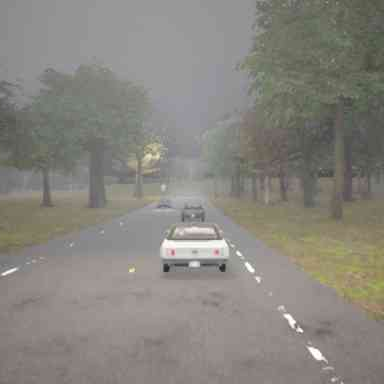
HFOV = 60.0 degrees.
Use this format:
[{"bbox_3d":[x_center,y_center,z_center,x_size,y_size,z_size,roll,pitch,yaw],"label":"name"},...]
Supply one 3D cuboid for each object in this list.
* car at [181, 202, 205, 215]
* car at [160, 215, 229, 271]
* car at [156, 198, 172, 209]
[{"bbox_3d":[0.083,1.594,27.689,2.128,1.511,4.902,0,0,0],"label":"car"},{"bbox_3d":[0.080,1.655,11.108,1.895,1.301,4.718,0,0,0],"label":"car"},{"bbox_3d":[-3.592,1.488,43.954,2.033,1.411,5.357,0,1,0],"label":"car"}]
